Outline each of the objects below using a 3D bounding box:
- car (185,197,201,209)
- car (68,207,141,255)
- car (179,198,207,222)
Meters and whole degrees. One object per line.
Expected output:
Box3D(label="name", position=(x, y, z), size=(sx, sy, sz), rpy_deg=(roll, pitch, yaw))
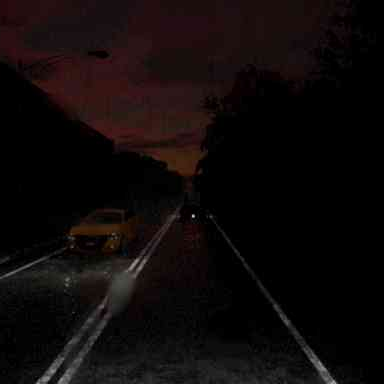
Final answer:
Box3D(label="car", position=(0.083, 1.363, 42.180), size=(1.895, 1.301, 4.718), rpy_deg=(0, 0, 0))
Box3D(label="car", position=(-3.283, 1.404, 13.255), size=(1.882, 1.535, 5.008), rpy_deg=(0, 0, 0))
Box3D(label="car", position=(0.090, 1.366, 24.915), size=(1.837, 1.490, 4.892), rpy_deg=(0, 0, 0))
